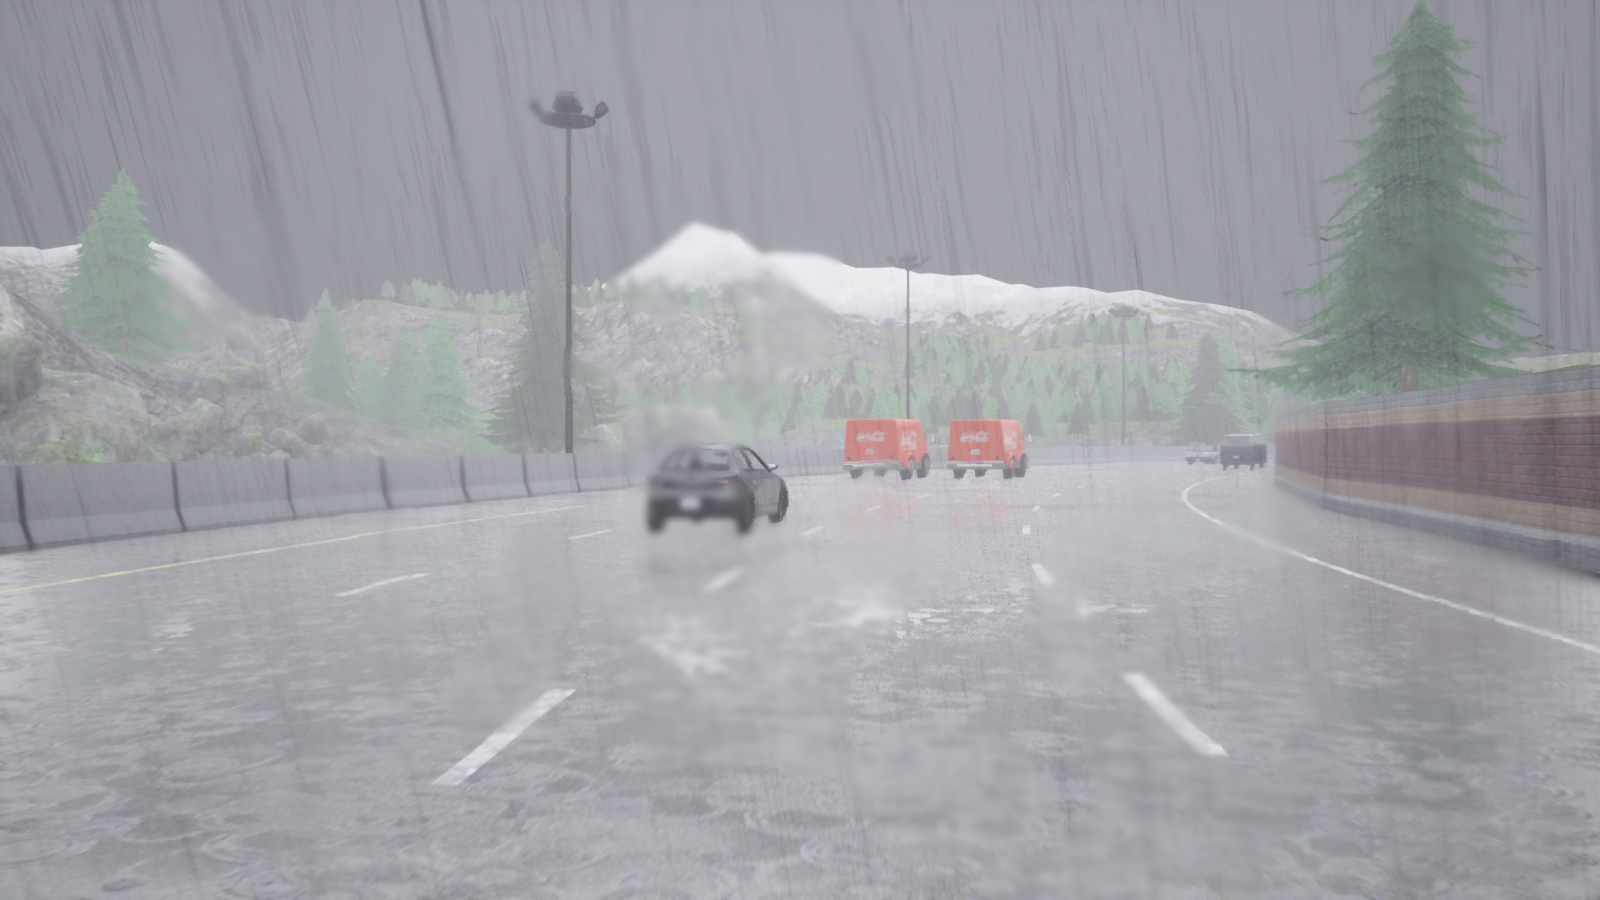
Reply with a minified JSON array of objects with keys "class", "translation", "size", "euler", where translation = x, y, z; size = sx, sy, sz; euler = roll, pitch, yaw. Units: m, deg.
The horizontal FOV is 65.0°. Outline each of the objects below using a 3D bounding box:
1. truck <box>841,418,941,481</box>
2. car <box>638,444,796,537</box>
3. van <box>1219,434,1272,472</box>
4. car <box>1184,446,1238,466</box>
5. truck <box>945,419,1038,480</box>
[{"class":"truck","translation":[3.860,-0.030,52.159],"size":[2.627,2.467,5.204],"euler":[0,0,23]},{"class":"car","translation":[-1.344,0.634,22.098],"size":[1.816,1.474,4.193],"euler":[0,0,10]},{"class":"van","translation":[24.466,0.139,68.865],"size":[1.775,1.987,4.442],"euler":[0,0,33]},{"class":"car","translation":[28.096,0.395,85.731],"size":[1.895,1.301,4.718],"euler":[0,0,40]},{"class":"truck","translation":[8.206,-0.032,53.419],"size":[2.627,2.467,5.204],"euler":[0,0,24]}]
